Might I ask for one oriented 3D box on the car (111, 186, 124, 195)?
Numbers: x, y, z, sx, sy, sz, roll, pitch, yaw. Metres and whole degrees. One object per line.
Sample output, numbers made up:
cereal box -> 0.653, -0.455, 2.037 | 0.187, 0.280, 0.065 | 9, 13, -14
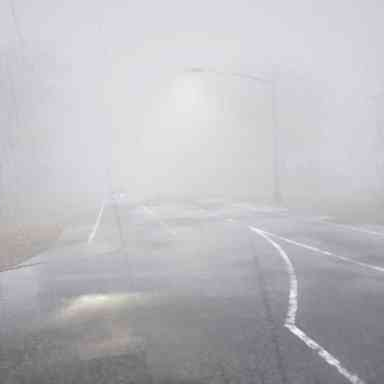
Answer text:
car -> -12.643, -0.359, 56.540 | 1.994, 1.385, 4.181 | -3, 3, -11
